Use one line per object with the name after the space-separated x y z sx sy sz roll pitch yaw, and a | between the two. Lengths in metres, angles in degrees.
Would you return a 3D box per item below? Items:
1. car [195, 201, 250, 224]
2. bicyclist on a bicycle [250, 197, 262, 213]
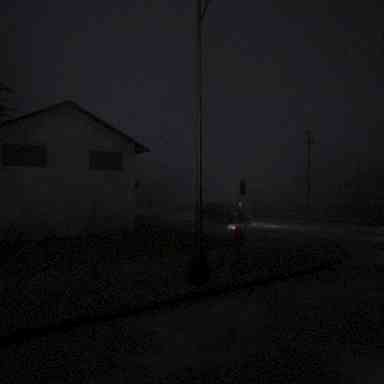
2.186 1.477 25.281 1.882 1.535 5.008 0 0 -36 | car
6.488 1.348 33.700 1.656 1.620 0.582 0 0 -36 | bicyclist on a bicycle
